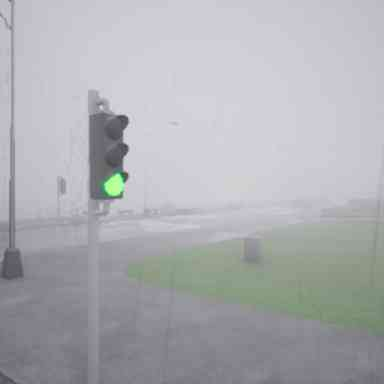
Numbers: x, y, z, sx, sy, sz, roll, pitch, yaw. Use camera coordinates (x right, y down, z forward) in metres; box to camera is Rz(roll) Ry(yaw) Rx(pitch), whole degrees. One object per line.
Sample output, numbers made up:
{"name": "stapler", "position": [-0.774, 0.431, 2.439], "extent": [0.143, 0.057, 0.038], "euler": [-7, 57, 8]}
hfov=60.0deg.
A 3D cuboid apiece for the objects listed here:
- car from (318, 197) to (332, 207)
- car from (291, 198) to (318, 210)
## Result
{"name": "car", "position": [20.355, 1.538, 51.847], "extent": [2.033, 1.411, 5.357], "euler": [0, 0, 35]}
{"name": "car", "position": [14.442, 1.496, 43.476], "extent": [1.837, 1.490, 4.892], "euler": [0, 0, 36]}
